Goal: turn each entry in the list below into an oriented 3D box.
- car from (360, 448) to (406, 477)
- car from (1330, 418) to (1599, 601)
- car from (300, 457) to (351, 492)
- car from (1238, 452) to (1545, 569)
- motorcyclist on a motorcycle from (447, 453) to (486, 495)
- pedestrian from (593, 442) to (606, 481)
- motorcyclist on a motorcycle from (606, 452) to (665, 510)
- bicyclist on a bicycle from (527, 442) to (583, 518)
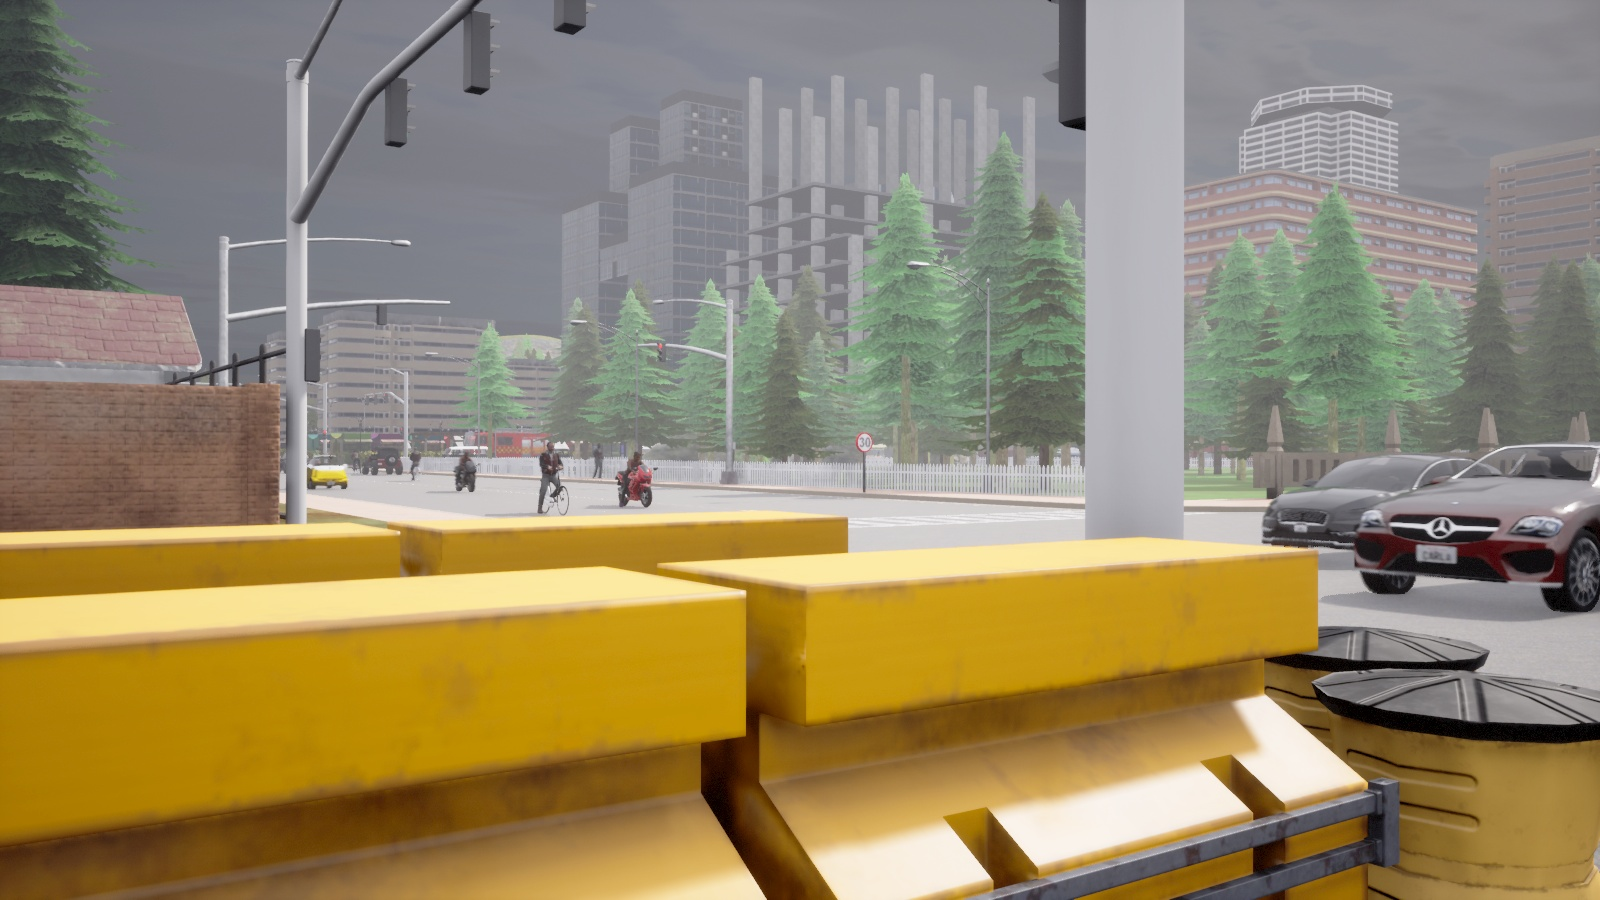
[{"bbox_3d":[-27.282,0.799,82.118,1.905,1.878,3.866,0,0,-33],"label":"car"},{"bbox_3d":[8.198,0.539,13.635,5.027,1.651,2.152,0,0,-35],"label":"car"},{"bbox_3d":[-18.914,0.962,50.038,1.481,1.376,2.207,0,0,-33],"label":"car"},{"bbox_3d":[8.661,0.776,18.222,4.892,1.490,1.837,0,0,-35],"label":"car"},{"bbox_3d":[-12.306,0.866,46.306,0.797,1.523,2.044,0,0,-33],"label":"motorcyclist on a motorcycle"},{"bbox_3d":[-10.141,0.580,63.402,0.402,1.930,0.666,0,0,-34],"label":"pedestrian"},{"bbox_3d":[-4.504,0.820,34.329,0.797,1.523,2.044,0,0,-33],"label":"motorcyclist on a motorcycle"},{"bbox_3d":[-5.881,0.701,30.030,0.659,1.776,1.843,0,0,-33],"label":"bicyclist on a bicycle"}]
